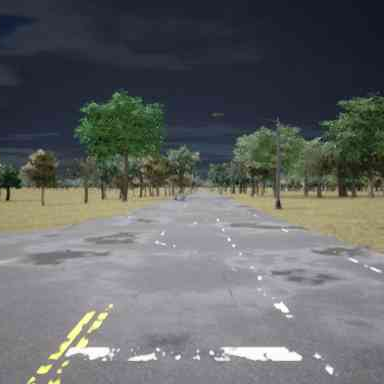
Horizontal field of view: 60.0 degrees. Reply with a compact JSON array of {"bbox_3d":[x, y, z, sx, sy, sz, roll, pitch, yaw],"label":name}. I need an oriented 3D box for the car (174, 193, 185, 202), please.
[{"bbox_3d":[-2.206,0.958,59.471,2.128,1.511,4.902,0,1,2],"label":"car"}]
